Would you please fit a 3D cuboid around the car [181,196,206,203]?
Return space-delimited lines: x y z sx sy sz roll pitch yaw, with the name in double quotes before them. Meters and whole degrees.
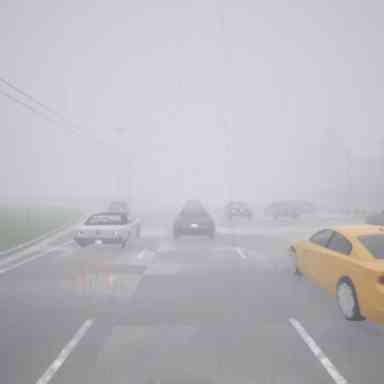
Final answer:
"car" 0.095 1.385 32.536 1.994 1.385 4.181 0 0 0

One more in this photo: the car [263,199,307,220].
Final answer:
"car" 7.096 1.401 26.673 2.033 1.411 5.357 0 0 0

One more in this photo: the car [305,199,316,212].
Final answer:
"car" 10.596 1.386 32.633 1.994 1.385 4.181 0 0 0

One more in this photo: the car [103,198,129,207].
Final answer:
"car" -7.232 1.329 31.611 1.837 1.490 4.892 0 0 -21

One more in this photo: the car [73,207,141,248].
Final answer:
"car" -3.402 1.519 14.345 1.895 1.301 4.718 0 0 0

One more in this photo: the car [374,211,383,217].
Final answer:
"car" 7.096 1.490 10.352 2.033 1.411 5.357 0 0 0

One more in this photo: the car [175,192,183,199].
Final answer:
"car" -3.510 0.864 88.795 2.097 1.767 4.553 0 0 0

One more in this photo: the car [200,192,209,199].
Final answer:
"car" 3.490 0.865 88.796 2.097 1.767 4.553 0 0 0

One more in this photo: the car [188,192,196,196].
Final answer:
"car" -0.010 0.865 88.796 2.097 1.767 4.553 0 0 0

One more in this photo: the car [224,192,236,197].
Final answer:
"car" 10.490 1.036 88.411 2.128 1.511 4.902 0 0 0

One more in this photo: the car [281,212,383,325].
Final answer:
"car" 3.589 1.438 7.151 1.882 1.535 5.008 0 1 0

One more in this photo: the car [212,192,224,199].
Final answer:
"car" 6.990 1.033 88.827 1.812 1.442 4.674 0 0 0

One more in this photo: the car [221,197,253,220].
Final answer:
"car" 3.597 1.400 26.670 2.033 1.411 5.357 0 0 0

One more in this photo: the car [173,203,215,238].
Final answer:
"car" 0.098 1.469 16.981 1.994 1.385 4.181 0 0 0
